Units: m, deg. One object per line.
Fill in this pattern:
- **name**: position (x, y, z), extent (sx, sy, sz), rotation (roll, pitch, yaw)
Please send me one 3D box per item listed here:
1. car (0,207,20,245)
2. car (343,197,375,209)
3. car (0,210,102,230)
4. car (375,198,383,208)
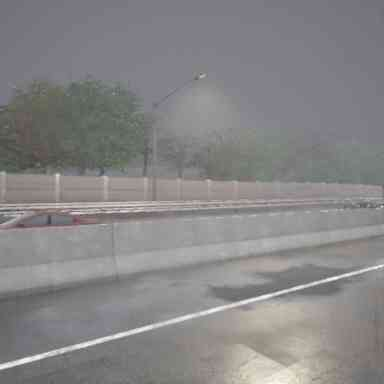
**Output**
- **car**: position (-10.119, 1.489, 13.968), extent (4.902, 1.511, 2.128), rotation (0, 0, -35)
- **car**: position (22.040, 1.514, 44.384), extent (4.892, 1.490, 1.837), rotation (0, 0, -38)
- **car**: position (-5.901, 1.476, 12.677), extent (5.008, 1.535, 1.882), rotation (0, 0, -35)
- **car**: position (24.874, 1.515, 42.939), extent (4.892, 1.490, 1.837), rotation (0, 0, -35)
